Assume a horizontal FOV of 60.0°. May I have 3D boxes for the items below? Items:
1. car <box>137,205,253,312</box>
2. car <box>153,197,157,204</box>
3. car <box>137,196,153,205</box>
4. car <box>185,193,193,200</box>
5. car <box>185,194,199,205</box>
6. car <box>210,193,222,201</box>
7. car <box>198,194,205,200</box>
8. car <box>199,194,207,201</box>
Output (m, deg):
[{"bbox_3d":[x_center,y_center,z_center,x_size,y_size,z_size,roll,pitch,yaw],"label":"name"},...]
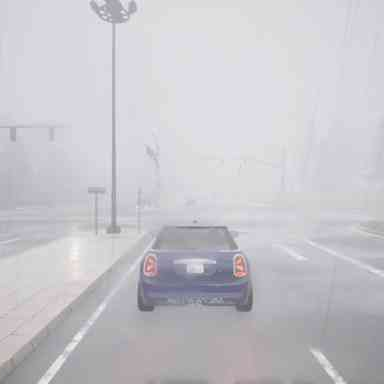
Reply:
[{"bbox_3d":[0.071,1.352,7.897,2.097,1.767,4.553,0,0,0],"label":"car"},{"bbox_3d":[-8.370,1.505,66.268,1.837,1.490,4.892,0,0,0],"label":"car"},{"bbox_3d":[-8.282,1.505,57.059,1.837,1.490,4.892,0,0,-1],"label":"car"},{"bbox_3d":[-0.812,1.189,95.577,2.150,2.045,5.566,0,0,-1],"label":"car"},{"bbox_3d":[-0.161,1.526,54.717,1.812,1.442,4.674,0,0,-1],"label":"car"},{"bbox_3d":[6.357,1.215,85.008,2.150,2.045,5.566,0,0,-1],"label":"car"},{"bbox_3d":[2.688,1.442,95.603,1.882,1.535,5.008,0,0,-1],"label":"car"},{"bbox_3d":[2.852,1.513,85.279,1.812,1.442,4.674,0,0,-1],"label":"car"}]
